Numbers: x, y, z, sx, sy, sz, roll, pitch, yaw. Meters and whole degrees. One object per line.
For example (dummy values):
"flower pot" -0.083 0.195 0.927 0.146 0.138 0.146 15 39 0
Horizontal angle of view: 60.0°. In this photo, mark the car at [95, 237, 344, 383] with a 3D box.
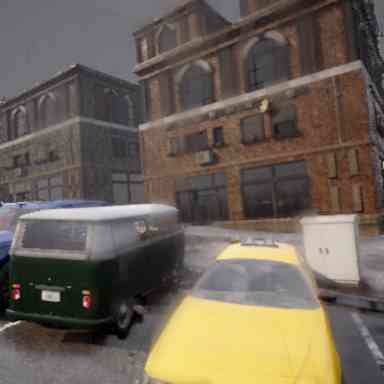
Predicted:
"car" 0.948 1.484 4.831 1.946 1.575 5.366 1 -1 16

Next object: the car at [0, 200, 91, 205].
"car" -3.956 1.245 8.530 2.435 2.045 5.566 0 -1 16

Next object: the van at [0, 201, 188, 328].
"van" -1.449 1.269 6.899 1.878 1.987 4.442 0 -1 16
